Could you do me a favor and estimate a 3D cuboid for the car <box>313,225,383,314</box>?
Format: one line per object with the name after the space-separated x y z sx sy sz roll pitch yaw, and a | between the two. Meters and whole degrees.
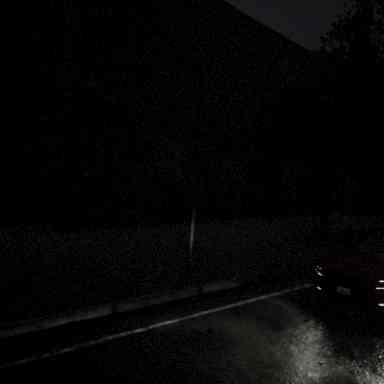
4.724 1.479 7.359 5.008 1.535 1.882 0 0 -35 | car
